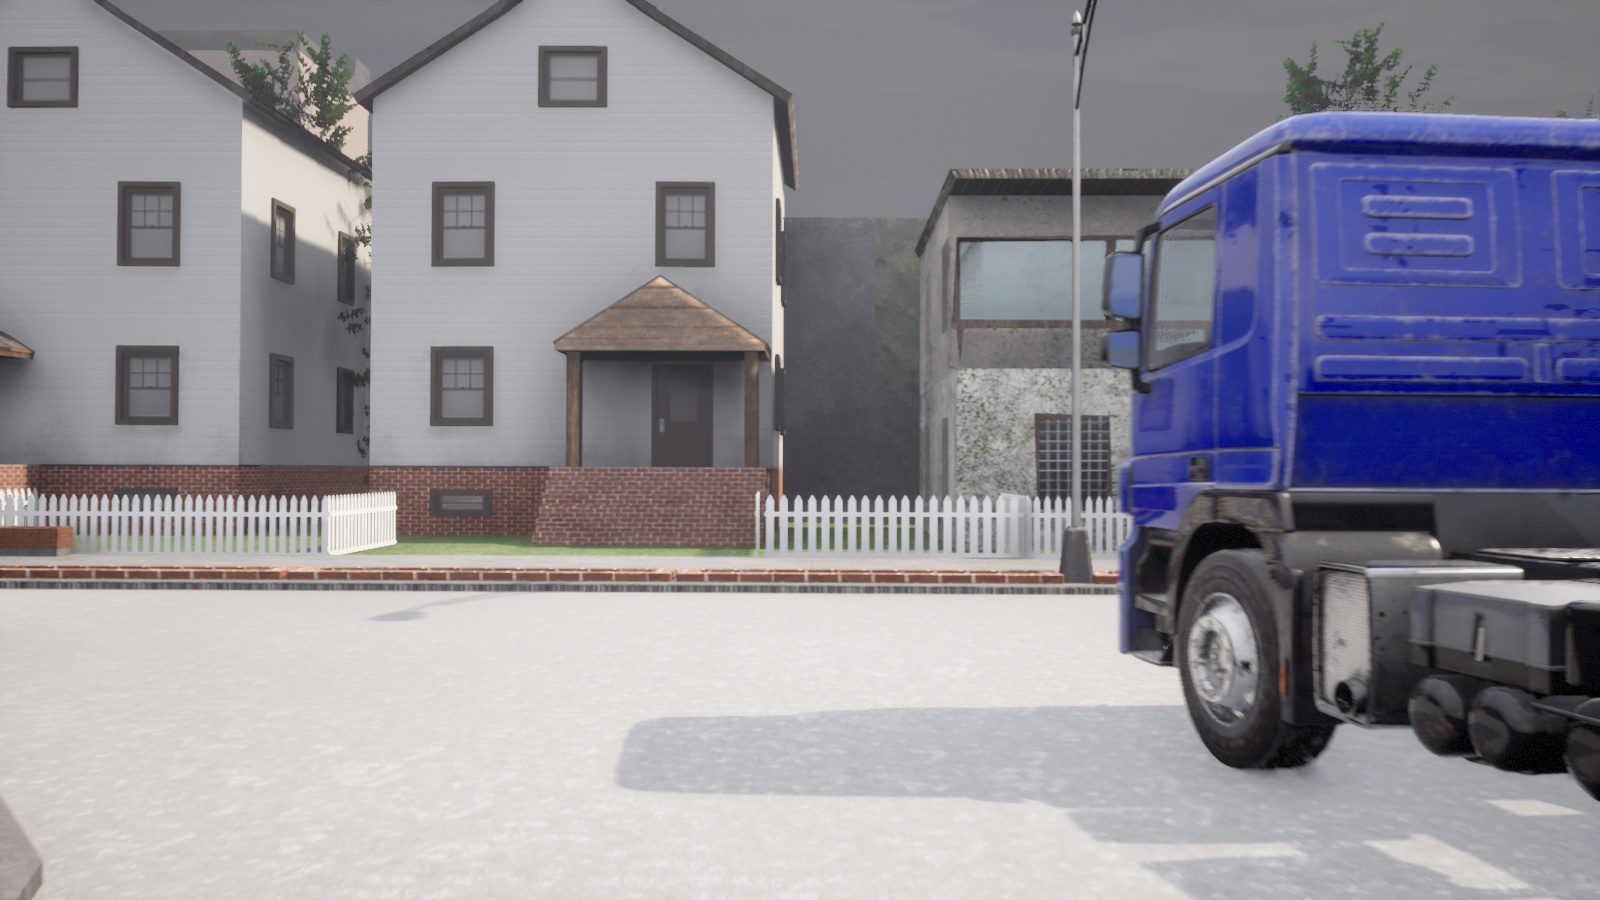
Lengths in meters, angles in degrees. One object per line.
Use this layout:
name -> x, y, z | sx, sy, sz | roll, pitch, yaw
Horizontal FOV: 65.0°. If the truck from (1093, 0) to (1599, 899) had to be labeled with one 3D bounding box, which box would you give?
truck -> 3.774, -0.116, 4.551 | 2.891, 3.462, 7.936 | 0, -1, -5
